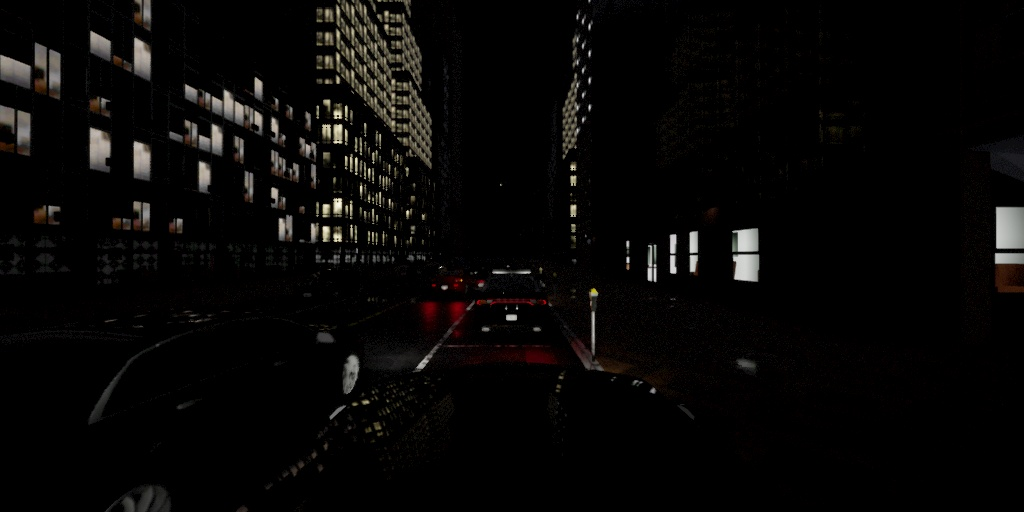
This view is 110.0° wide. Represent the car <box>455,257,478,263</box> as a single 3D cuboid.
[{"bbox_3d":[-6.157,1.277,49.674,2.033,1.411,5.357,0,0,0],"label":"car"}]

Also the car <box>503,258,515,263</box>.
[{"bbox_3d":[-0.455,1.298,46.099,1.948,1.339,4.313,0,0,0],"label":"car"}]

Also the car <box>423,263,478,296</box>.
[{"bbox_3d":[-3.118,1.272,19.017,1.812,1.442,4.674,0,0,1],"label":"car"}]

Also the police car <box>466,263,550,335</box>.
[{"bbox_3d":[-0.012,1.174,10.609,1.930,1.638,5.238,0,0,0],"label":"police car"}]

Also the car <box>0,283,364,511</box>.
[{"bbox_3d":[-3.146,1.257,3.493,1.837,1.490,4.892,0,1,0],"label":"car"}]

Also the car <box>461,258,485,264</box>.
[{"bbox_3d":[-3.123,1.233,33.629,2.128,1.511,4.902,0,0,0],"label":"car"}]

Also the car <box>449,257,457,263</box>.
[{"bbox_3d":[-8.836,1.273,51.803,1.888,1.381,4.507,0,0,0],"label":"car"}]

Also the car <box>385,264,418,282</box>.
[{"bbox_3d":[-8.835,1.325,29.033,1.802,1.307,4.207,0,0,0],"label":"car"}]

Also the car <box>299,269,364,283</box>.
[{"bbox_3d":[-8.836,1.313,17.650,1.948,1.339,4.313,0,0,0],"label":"car"}]

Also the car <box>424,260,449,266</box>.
[{"bbox_3d":[-8.836,1.286,40.419,2.007,1.370,4.403,0,0,0],"label":"car"}]
